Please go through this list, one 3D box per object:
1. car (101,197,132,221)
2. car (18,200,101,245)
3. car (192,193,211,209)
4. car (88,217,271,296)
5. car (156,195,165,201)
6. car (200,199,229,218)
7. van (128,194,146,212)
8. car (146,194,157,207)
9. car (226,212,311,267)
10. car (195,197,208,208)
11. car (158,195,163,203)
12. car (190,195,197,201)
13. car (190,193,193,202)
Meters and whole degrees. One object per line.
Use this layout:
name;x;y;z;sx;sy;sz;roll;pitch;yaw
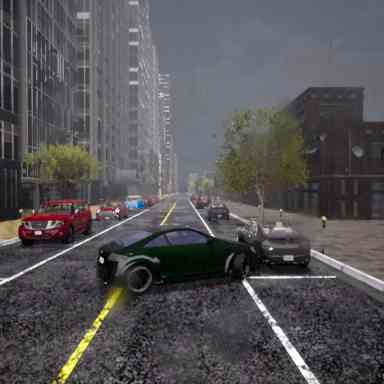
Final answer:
car;-6.390;1.431;26.816;1.967;1.590;4.097;-1;0;-1
car;-6.190;1.310;15.748;2.192;1.841;5.009;-1;0;-1
car;1.541;1.299;44.353;2.192;1.841;5.009;-1;0;-1
car;-0.309;1.556;8.638;4.181;1.385;1.994;0;0;-27
car;-7.850;1.493;82.702;1.752;1.417;4.829;-1;0;-1
car;2.013;1.542;27.021;2.008;1.369;4.403;-1;0;-1
van;-6.691;1.327;38.609;1.690;1.788;3.998;-1;0;-1
car;-6.982;1.297;49.675;2.192;1.841;5.009;-1;0;-1
car;2.549;1.547;11.161;2.008;1.369;4.403;-1;0;-1
car;1.394;1.507;50.056;1.752;1.417;4.829;-1;0;-1
car;-7.417;1.519;66.274;1.887;1.381;4.507;-1;0;-1
car;0.378;1.547;88.614;1.802;1.307;4.206;-1;0;-1
car;0.812;1.287;72.017;2.192;1.841;5.009;-1;0;-1
